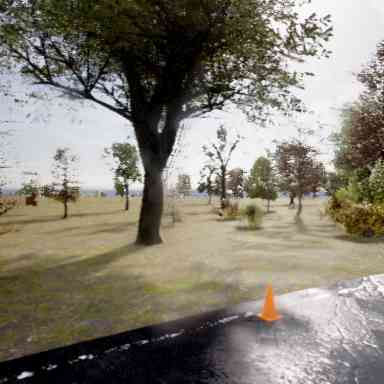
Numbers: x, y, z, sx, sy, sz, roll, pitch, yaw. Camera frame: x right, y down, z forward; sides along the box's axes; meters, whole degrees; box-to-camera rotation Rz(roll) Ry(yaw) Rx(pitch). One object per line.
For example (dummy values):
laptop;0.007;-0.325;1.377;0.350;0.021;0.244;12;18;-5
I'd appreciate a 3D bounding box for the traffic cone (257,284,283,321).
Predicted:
traffic cone;1.400;1.941;5.964;0.340;0.580;0.340;0;0;-32
